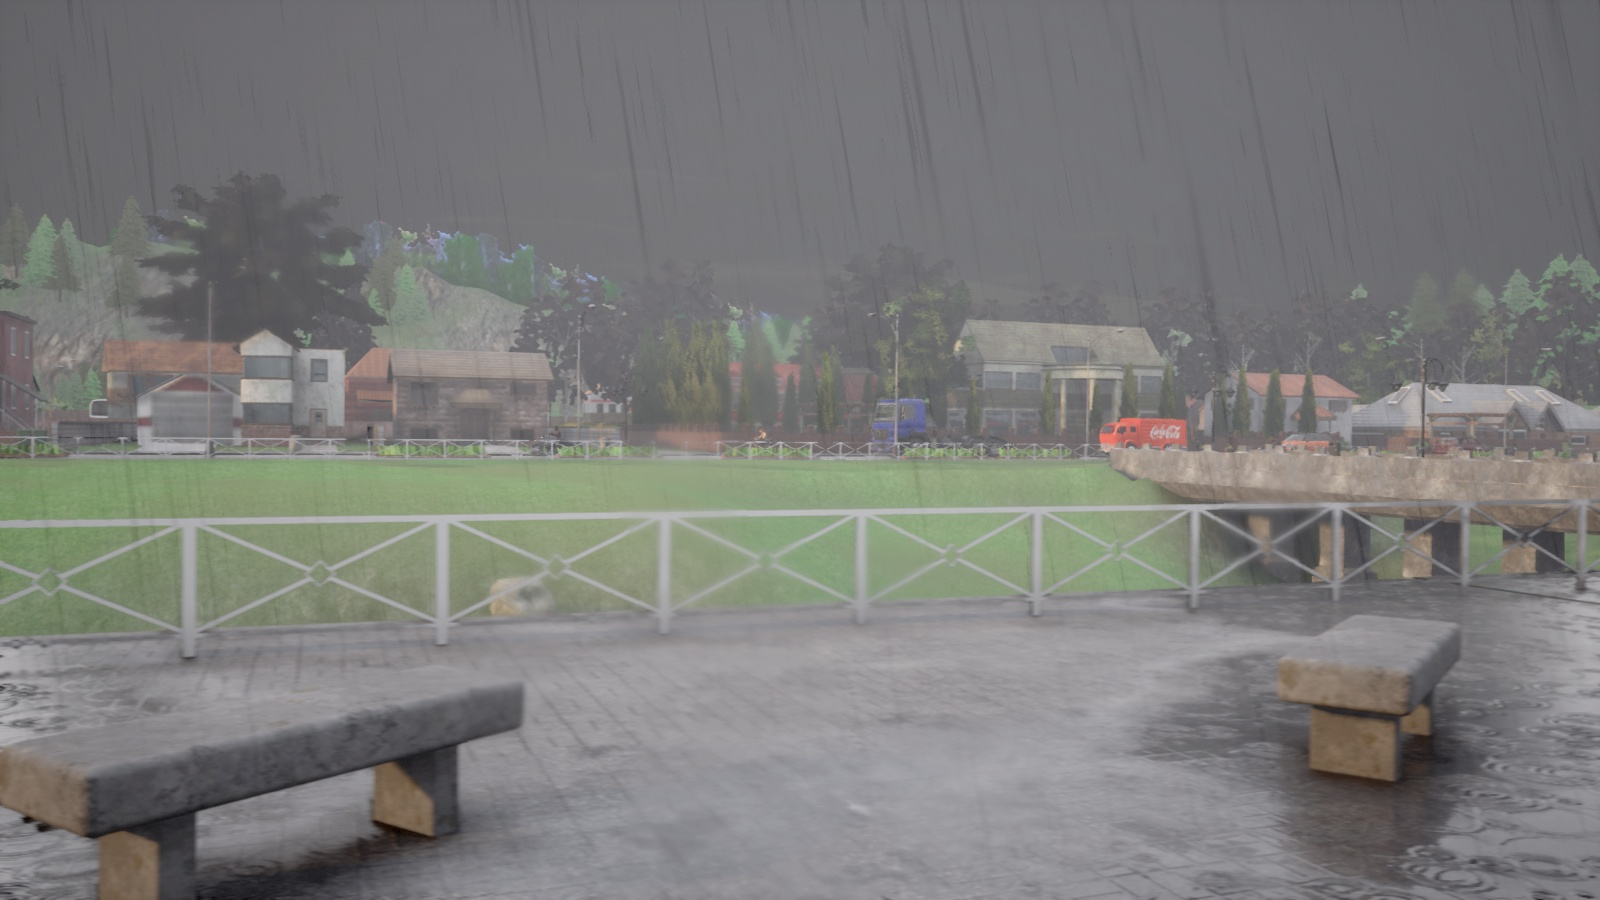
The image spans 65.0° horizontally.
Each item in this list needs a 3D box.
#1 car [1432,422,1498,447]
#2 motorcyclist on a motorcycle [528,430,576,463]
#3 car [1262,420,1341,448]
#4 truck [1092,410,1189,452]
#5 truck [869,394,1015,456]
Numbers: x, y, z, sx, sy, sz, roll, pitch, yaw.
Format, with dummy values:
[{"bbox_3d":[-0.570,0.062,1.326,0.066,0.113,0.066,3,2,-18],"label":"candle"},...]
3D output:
[{"bbox_3d":[43.371,-1.026,81.935,3.705,1.549,1.789,-1,1,-21],"label":"car"},{"bbox_3d":[-12.815,-0.169,64.895,2.350,1.649,0.766,-1,1,-21],"label":"motorcyclist on a motorcycle"},{"bbox_3d":[32.812,-1.036,82.205,4.553,1.767,2.097,-1,1,-21],"label":"car"},{"bbox_3d":[21.081,-1.181,77.750,5.204,2.467,2.627,-1,1,-21],"label":"truck"},{"bbox_3d":[8.226,-1.459,72.867,7.936,3.462,2.891,-1,1,-21],"label":"truck"}]
